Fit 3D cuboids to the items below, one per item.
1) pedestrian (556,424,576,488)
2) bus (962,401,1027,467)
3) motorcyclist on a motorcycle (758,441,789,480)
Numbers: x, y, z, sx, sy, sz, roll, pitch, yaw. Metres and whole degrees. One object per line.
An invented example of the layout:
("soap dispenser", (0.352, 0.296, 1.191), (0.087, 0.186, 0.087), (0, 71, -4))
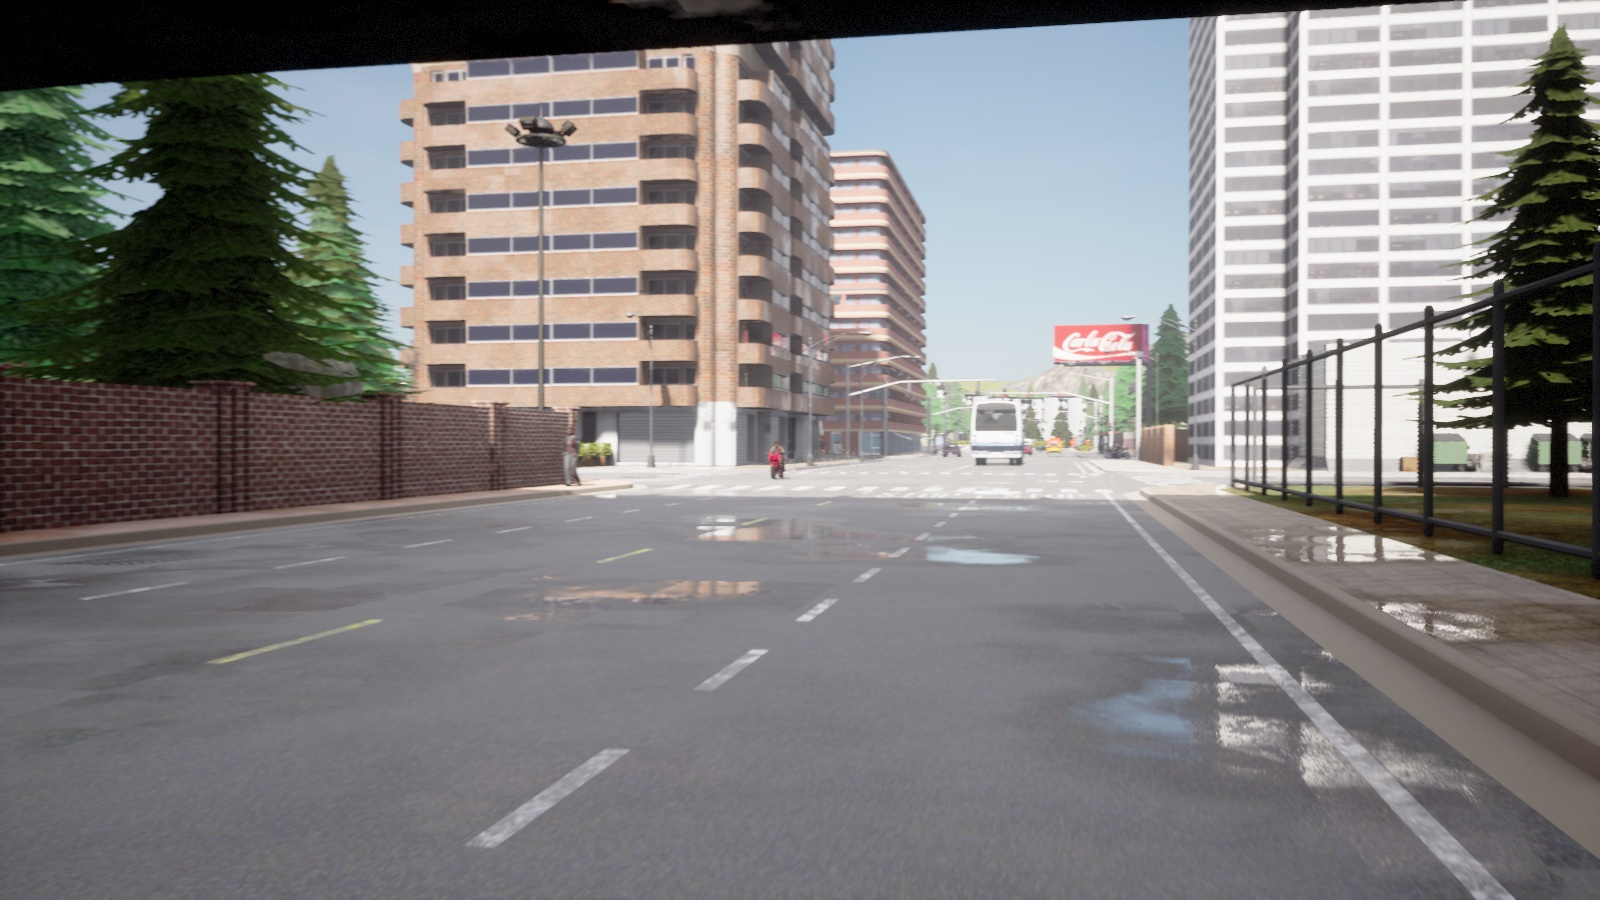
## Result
("pedestrian", (-7.067, 0.174, 37.962), (0.402, 1.930, 0.666), (0, 0, 10))
("bus", (13.565, -1.091, 86.655), (3.944, 4.253, 10.273), (0, 0, 11))
("motorcyclist on a motorcycle", (-1.049, 0.410, 49.602), (0.797, 1.523, 2.044), (0, 0, 11))
